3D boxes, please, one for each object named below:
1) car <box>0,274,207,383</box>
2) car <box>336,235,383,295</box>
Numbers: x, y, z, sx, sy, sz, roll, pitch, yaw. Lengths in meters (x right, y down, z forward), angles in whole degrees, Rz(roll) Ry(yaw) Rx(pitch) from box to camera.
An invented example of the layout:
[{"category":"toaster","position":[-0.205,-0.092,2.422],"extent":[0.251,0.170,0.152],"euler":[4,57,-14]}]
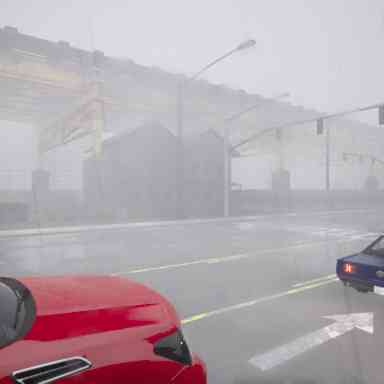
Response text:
[{"category":"car","position":[-2.526,1.221,1.943],"extent":[5.566,2.045,2.150],"euler":[0,0,-36]},{"category":"car","position":[5.427,1.601,7.616],"extent":[4.718,1.301,1.895],"euler":[0,0,-35]}]
